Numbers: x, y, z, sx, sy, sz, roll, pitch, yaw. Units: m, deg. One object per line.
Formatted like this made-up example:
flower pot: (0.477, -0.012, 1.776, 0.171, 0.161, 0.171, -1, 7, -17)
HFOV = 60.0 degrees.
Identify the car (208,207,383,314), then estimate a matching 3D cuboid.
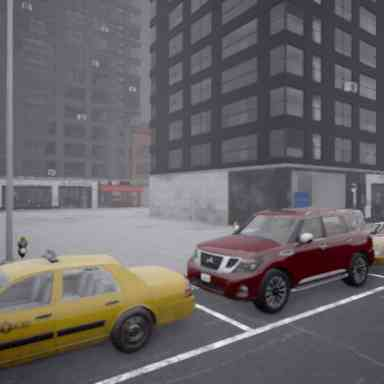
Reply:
car: (2.318, 1.326, 7.832, 5.009, 1.841, 2.192, 0, 0, -35)

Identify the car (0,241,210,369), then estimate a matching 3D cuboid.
car: (-2.228, 1.527, 4.597, 4.829, 1.417, 1.752, 0, 0, -35)
